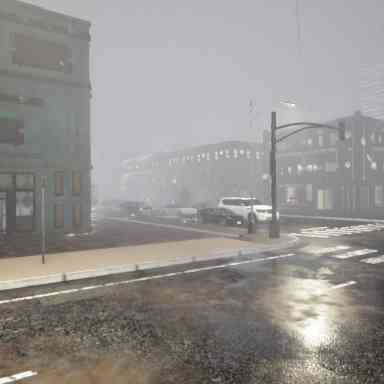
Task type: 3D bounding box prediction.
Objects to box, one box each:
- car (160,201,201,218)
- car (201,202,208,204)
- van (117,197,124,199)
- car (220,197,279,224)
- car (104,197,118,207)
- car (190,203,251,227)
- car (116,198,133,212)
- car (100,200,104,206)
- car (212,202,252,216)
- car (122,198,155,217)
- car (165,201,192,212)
[{"bbox_3d":[-1.432,1.938,35.169,1.895,1.301,4.718,-1,0,-35],"label":"car"},{"bbox_3d":[1.214,1.903,41.519,1.802,1.307,4.206,-1,0,-35],"label":"car"},{"bbox_3d":[-11.348,1.906,59.754,1.690,1.788,3.998,-1,0,-35],"label":"van"},{"bbox_3d":[4.336,1.443,26.784,2.150,2.045,5.566,-1,0,-35],"label":"car"},{"bbox_3d":[-14.488,1.939,64.313,2.192,1.841,5.009,-1,0,-35],"label":"car"},{"bbox_3d":[2.082,1.814,25.267,1.947,1.339,4.313,-1,0,-35],"label":"car"},{"bbox_3d":[-8.121,1.948,44.912,1.882,1.535,5.008,-1,0,-34],"label":"car"},{"bbox_3d":[-17.622,2.227,68.872,1.887,1.381,4.507,-1,0,-35],"label":"car"},{"bbox_3d":[4.352,1.809,36.960,2.008,1.369,4.403,-2,0,-35],"label":"car"},{"bbox_3d":[-5.691,1.846,36.764,1.967,1.590,4.097,-1,0,-35],"label":"car"},{"bbox_3d":[-1.925,1.966,46.078,1.802,1.307,4.206,-1,0,-35],"label":"car"}]
